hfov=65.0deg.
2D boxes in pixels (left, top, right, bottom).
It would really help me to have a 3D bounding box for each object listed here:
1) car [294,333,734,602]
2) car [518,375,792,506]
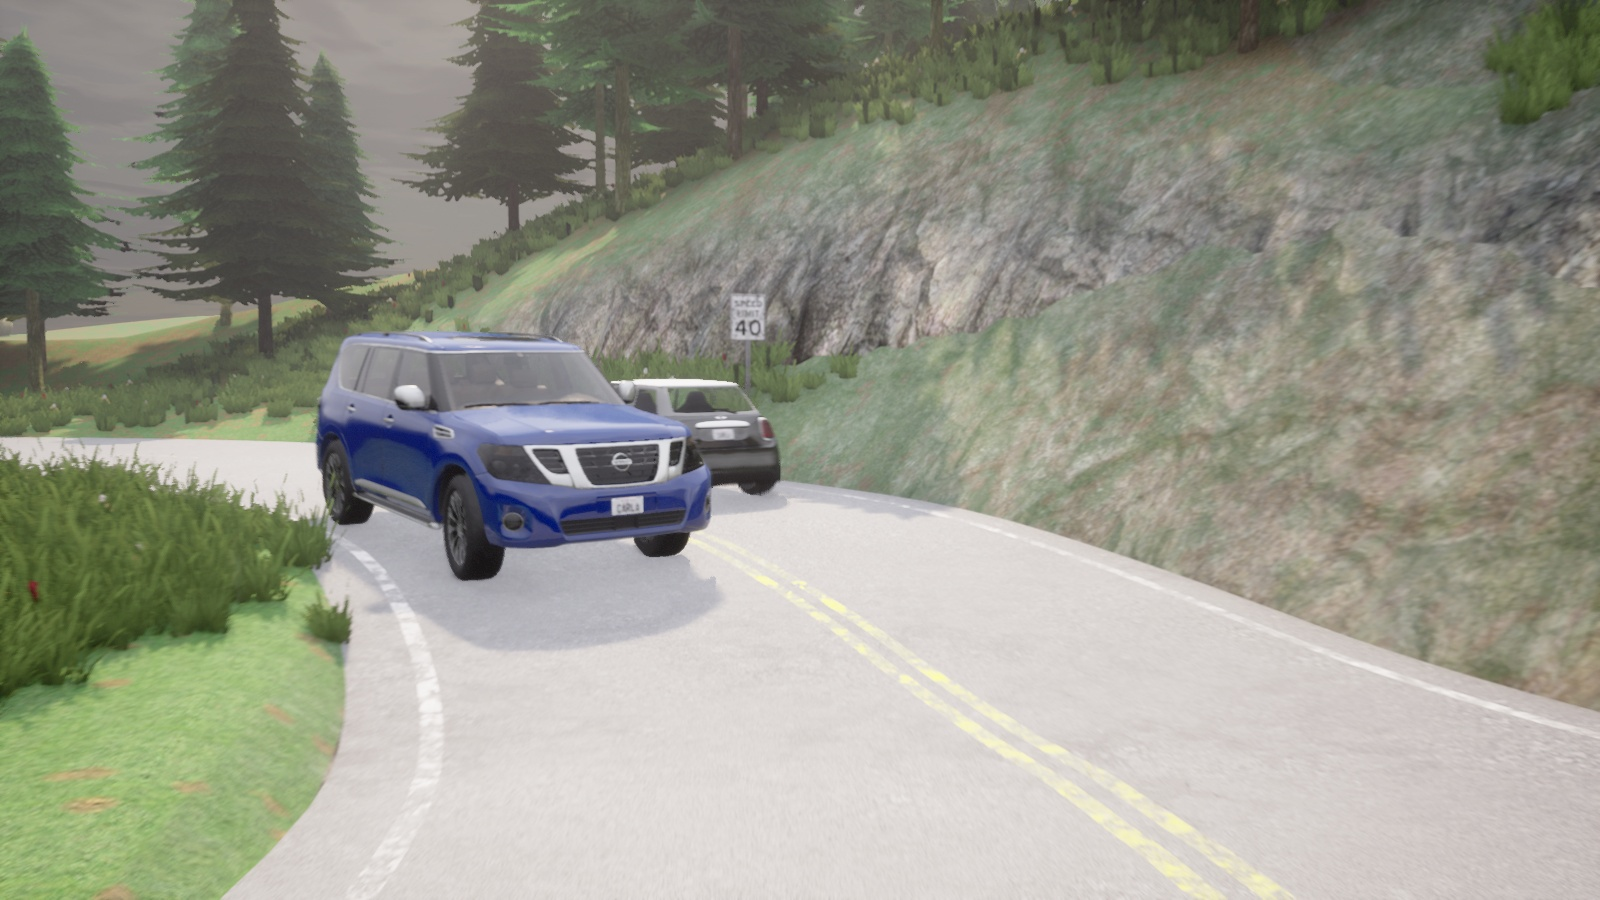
[{"bbox_3d":[-3.128,-0.119,12.627,2.150,2.045,5.566,-4,7,-37],"label":"car"},{"bbox_3d":[-2.036,-0.235,16.770,1.970,1.475,3.806,-3,5,-37],"label":"car"}]
